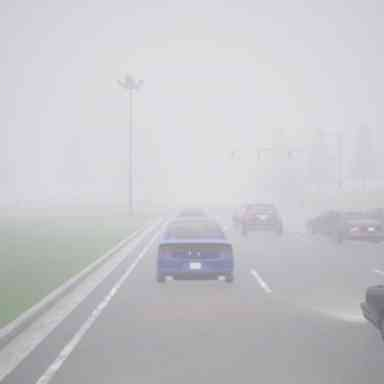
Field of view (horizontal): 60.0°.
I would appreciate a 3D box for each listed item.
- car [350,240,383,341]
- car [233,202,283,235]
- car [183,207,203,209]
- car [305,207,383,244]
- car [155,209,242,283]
[{"bbox_3d":[3.600,1.542,2.804,2.033,1.411,5.357,0,0,0],"label":"car"},{"bbox_3d":[3.537,1.324,18.666,2.097,1.767,4.553,0,0,0],"label":"car"},{"bbox_3d":[0.036,1.536,18.454,1.994,1.385,4.181,0,0,0],"label":"car"},{"bbox_3d":[7.047,1.523,15.622,2.033,1.411,5.357,0,0,0],"label":"car"},{"bbox_3d":[0.068,1.463,9.671,1.882,1.535,5.008,0,0,0],"label":"car"}]
